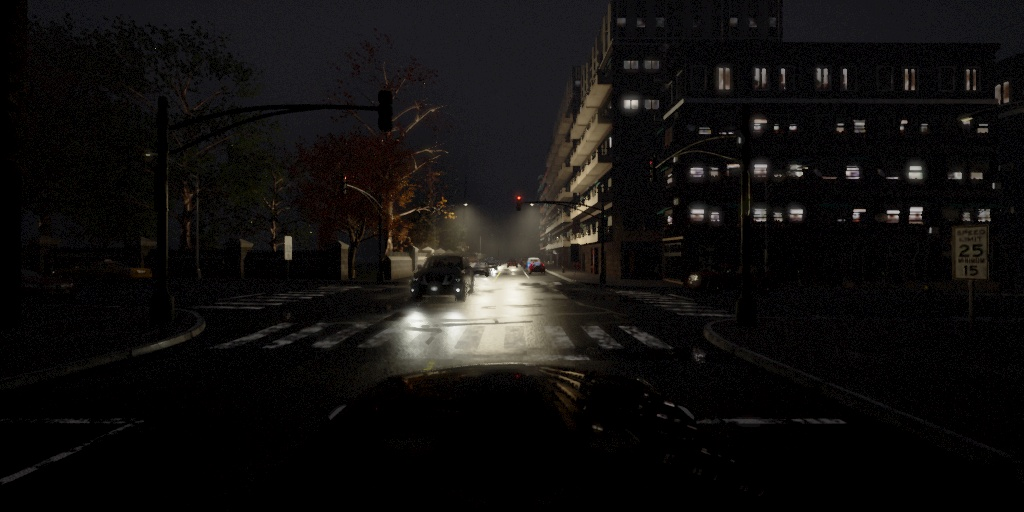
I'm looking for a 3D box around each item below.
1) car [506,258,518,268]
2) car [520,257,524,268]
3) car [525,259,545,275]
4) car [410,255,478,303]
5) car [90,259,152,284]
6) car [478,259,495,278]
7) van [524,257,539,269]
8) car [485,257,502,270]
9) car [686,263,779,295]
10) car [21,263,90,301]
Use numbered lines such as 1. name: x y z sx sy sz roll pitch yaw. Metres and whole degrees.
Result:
1. car: 0.066 1.304 62.609 1.837 1.490 4.892 0 0 0
2. car: 2.751 1.230 56.827 1.967 1.591 4.097 0 0 0
3. car: 2.732 1.314 39.936 1.888 1.381 4.507 0 0 0
4. car: -3.077 0.964 16.978 2.150 2.045 5.566 0 -1 0
5. car: -24.721 0.882 21.631 4.829 1.417 1.751 0 0 0
6. car: -3.066 1.312 34.693 2.033 1.411 5.357 0 0 0
7. van: 2.739 1.116 45.566 1.690 1.789 3.998 0 0 0
8. car: -3.038 1.276 52.256 2.128 1.511 4.902 0 0 0
9. car: 13.471 1.353 21.953 5.009 1.841 2.192 0 0 0
10. car: -18.949 1.007 13.299 4.207 1.307 1.802 0 0 0
